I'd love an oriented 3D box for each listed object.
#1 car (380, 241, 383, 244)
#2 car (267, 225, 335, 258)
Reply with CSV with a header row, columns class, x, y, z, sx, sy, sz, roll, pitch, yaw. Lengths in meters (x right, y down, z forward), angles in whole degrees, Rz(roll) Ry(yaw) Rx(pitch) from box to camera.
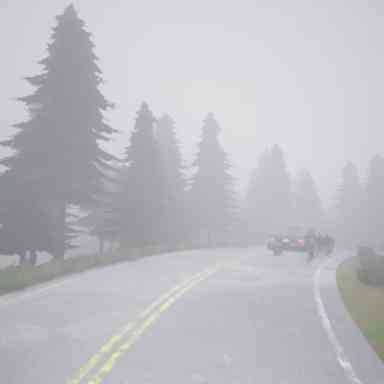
class,x,y,z,sx,sy,sz,roll,pitch,yaw
car,18.994,4.874,30.129,5.008,1.535,1.882,7,-7,-18
car,5.345,2.294,15.887,2.033,1.411,5.357,-3,-7,35
